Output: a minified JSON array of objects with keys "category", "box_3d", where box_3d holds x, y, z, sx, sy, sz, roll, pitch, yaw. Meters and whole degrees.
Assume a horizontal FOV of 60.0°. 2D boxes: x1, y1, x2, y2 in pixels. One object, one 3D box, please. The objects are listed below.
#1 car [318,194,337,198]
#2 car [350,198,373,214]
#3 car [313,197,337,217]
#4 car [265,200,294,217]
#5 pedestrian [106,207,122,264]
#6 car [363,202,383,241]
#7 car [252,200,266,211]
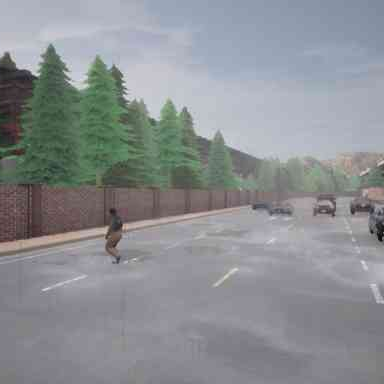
[{"category":"car","box_3d":[16.569,1.221,41.037,2.150,2.045,5.566,0,0,23]},{"category":"car","box_3d":[17.646,1.353,34.619,2.097,1.767,4.553,0,0,23]},{"category":"car","box_3d":[12.637,1.526,31.783,1.812,1.442,4.674,0,0,23]},{"category":"car","box_3d":[8.590,1.564,31.697,1.994,1.385,4.181,0,0,23]},{"category":"pedestrian","box_3d":[-2.365,1.294,10.165,0.375,1.860,0.375,0,0,23]},{"category":"car","box_3d":[9.873,1.491,16.239,2.128,1.511,4.902,0,0,23]},{"category":"car","box_3d":[8.720,1.601,40.966,1.895,1.301,4.718,0,0,23]}]
